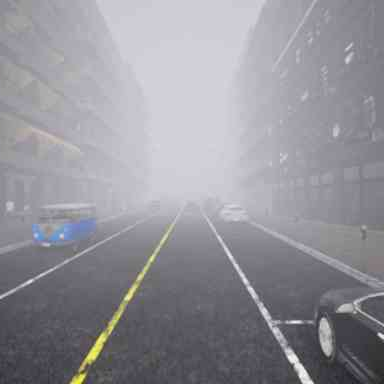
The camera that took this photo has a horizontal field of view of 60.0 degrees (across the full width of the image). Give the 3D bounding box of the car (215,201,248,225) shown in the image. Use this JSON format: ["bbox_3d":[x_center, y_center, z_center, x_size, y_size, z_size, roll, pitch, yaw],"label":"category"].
[{"bbox_3d":[3.018,1.643,24.714,1.812,1.442,4.674,0,0,0],"label":"car"}]

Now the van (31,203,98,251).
[{"bbox_3d":[-5.294,1.404,14.205,1.690,1.788,3.998,2,0,0],"label":"van"}]

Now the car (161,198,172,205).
[{"bbox_3d":[-5.313,1.957,69.509,1.887,1.381,4.507,1,0,0],"label":"car"}]

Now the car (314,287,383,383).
[{"bbox_3d":[2.583,1.564,3.084,2.008,1.369,4.403,1,0,0],"label":"car"}]

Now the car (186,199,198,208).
[{"bbox_3d":[-0.001,1.868,54.789,1.994,1.385,4.181,0,0,0],"label":"car"}]

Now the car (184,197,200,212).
[{"bbox_3d":[0.030,1.750,42.865,1.812,1.442,4.674,0,0,0],"label":"car"}]

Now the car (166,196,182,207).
[{"bbox_3d":[-2.823,1.796,57.151,1.882,1.535,5.008,0,0,0],"label":"car"}]

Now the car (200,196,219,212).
[{"bbox_3d":[2.546,1.531,41.800,2.192,1.841,5.009,1,0,0],"label":"car"}]

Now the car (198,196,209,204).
[{"bbox_3d":[2.537,1.772,74.988,2.192,1.841,5.009,1,0,0],"label":"car"}]

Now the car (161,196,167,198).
[{"bbox_3d":[-5.306,1.684,63.979,2.192,1.841,5.009,1,0,0],"label":"car"}]

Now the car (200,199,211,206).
[{"bbox_3d":[2.535,1.951,63.924,1.802,1.307,4.206,1,0,0],"label":"car"}]

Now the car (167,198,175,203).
[{"bbox_3d":[-5.317,2.135,86.102,1.802,1.307,4.206,1,-1,0],"label":"car"}]

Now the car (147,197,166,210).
[{"bbox_3d":[-5.307,1.818,47.388,1.947,1.339,4.313,1,0,0],"label":"car"}]

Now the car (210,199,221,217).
[{"bbox_3d":[3.017,1.682,31.715,1.812,1.442,4.674,0,0,0],"label":"car"}]

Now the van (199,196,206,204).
[{"bbox_3d":[2.535,1.845,80.520,1.690,1.788,3.998,1,-1,0],"label":"van"}]
